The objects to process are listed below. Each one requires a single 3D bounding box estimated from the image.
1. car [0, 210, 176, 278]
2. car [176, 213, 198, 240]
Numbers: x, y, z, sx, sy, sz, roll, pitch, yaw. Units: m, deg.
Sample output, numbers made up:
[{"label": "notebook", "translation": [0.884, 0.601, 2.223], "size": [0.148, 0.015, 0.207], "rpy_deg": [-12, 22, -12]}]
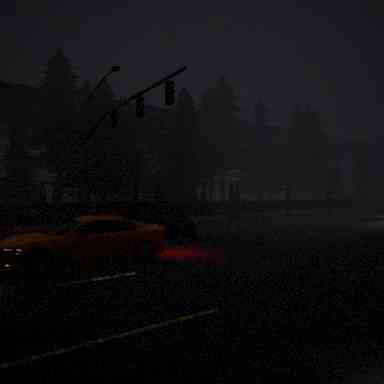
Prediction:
[{"label": "car", "translation": [-3.189, 1.478, 10.309], "size": [5.008, 1.535, 1.882], "rpy_deg": [0, 0, -35]}, {"label": "car", "translation": [-1.795, 1.562, 15.595], "size": [4.181, 1.385, 1.994], "rpy_deg": [0, 0, -35]}]
